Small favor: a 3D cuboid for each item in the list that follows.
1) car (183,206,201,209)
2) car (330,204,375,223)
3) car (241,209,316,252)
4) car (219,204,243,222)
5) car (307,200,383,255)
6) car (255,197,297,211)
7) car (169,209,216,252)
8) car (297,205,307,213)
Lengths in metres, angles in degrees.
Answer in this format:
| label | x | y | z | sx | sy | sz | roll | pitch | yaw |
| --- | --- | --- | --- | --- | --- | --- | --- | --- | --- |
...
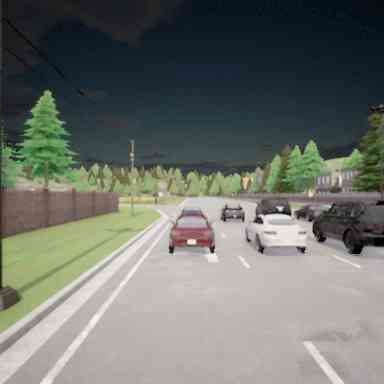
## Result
| label | x | y | z | sx | sy | sz | roll | pitch | yaw |
| --- | --- | --- | --- | --- | --- | --- | --- | --- | --- |
| car | 0.004 | 1.875 | 29.108 | 1.895 | 1.301 | 4.718 | 0 | 0 | 0 |
| car | 14.008 | 1.839 | 29.289 | 1.994 | 1.385 | 4.181 | 0 | 0 | 0 |
| car | 3.507 | 1.661 | 14.369 | 1.812 | 1.442 | 4.674 | 0 | 0 | 0 |
| car | 3.507 | 1.768 | 29.303 | 2.128 | 1.511 | 4.902 | 0 | 0 | 0 |
| car | 7.002 | 1.349 | 14.027 | 2.150 | 2.045 | 5.566 | 0 | 0 | 0 |
| car | 7.003 | 1.489 | 29.018 | 2.150 | 2.045 | 5.566 | 0 | 0 | 0 |
| car | 0.007 | 1.661 | 14.372 | 1.812 | 1.442 | 4.674 | 0 | 0 | 0 |
| car | 10.503 | 1.820 | 28.991 | 2.033 | 1.411 | 5.357 | 0 | -1 | 0 |
